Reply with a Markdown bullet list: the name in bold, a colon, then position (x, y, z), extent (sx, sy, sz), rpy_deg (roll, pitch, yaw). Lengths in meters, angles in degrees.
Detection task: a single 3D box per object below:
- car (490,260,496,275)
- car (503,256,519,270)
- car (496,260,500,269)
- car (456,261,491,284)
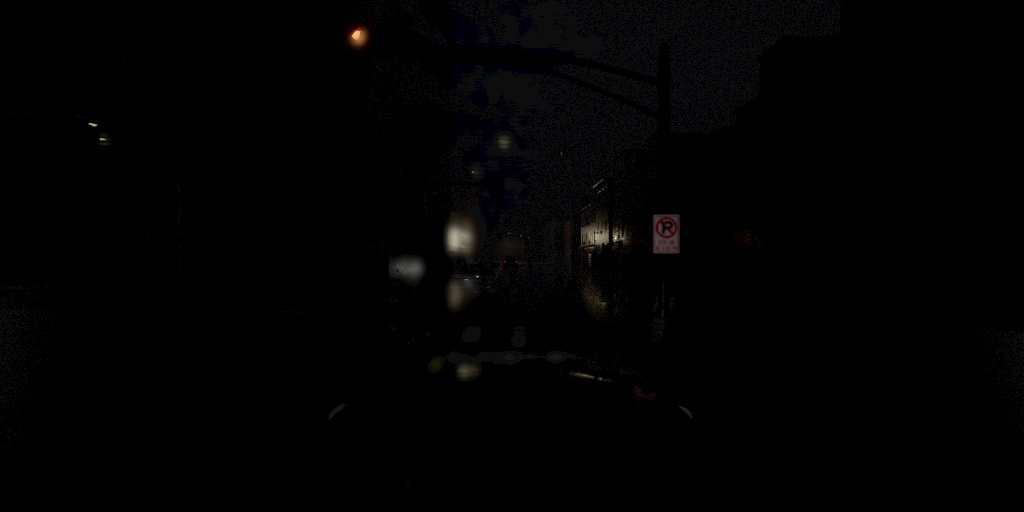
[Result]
- **car**: position (-2.988, 1.261, 38.507), extent (1.837, 1.490, 4.892), rpy_deg (0, 0, 0)
- **car**: position (-0.194, 0.984, 52.552), extent (2.150, 2.045, 5.566), rpy_deg (0, 0, 0)
- **car**: position (-3.007, 1.366, 58.547), extent (1.895, 1.301, 4.718), rpy_deg (0, 0, 0)
- **car**: position (-2.944, 1.300, 26.929), extent (2.033, 1.411, 5.357), rpy_deg (0, 0, 0)
